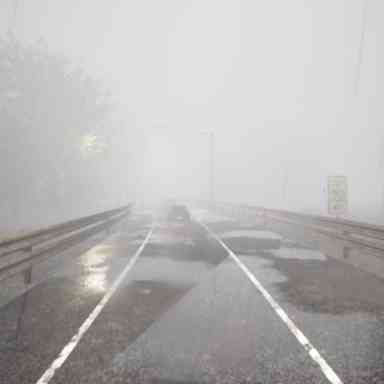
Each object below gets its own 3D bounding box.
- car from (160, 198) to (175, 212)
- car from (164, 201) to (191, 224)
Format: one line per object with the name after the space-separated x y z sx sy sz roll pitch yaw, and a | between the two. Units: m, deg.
-3.031 1.563 43.100 2.097 1.767 4.553 0 0 -8 | car
-1.092 1.655 25.810 1.812 1.442 4.674 0 0 -4 | car
